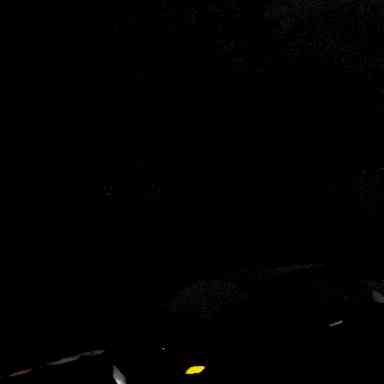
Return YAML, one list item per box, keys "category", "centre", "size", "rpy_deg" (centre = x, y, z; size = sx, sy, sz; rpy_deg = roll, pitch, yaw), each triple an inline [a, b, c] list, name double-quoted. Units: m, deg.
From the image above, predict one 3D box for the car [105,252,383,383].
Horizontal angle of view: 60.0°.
- category: "car"
  centre: [1.245, 1.552, 4.349]
  size: [4.674, 1.442, 1.812]
  rpy_deg: [1, 0, -34]
